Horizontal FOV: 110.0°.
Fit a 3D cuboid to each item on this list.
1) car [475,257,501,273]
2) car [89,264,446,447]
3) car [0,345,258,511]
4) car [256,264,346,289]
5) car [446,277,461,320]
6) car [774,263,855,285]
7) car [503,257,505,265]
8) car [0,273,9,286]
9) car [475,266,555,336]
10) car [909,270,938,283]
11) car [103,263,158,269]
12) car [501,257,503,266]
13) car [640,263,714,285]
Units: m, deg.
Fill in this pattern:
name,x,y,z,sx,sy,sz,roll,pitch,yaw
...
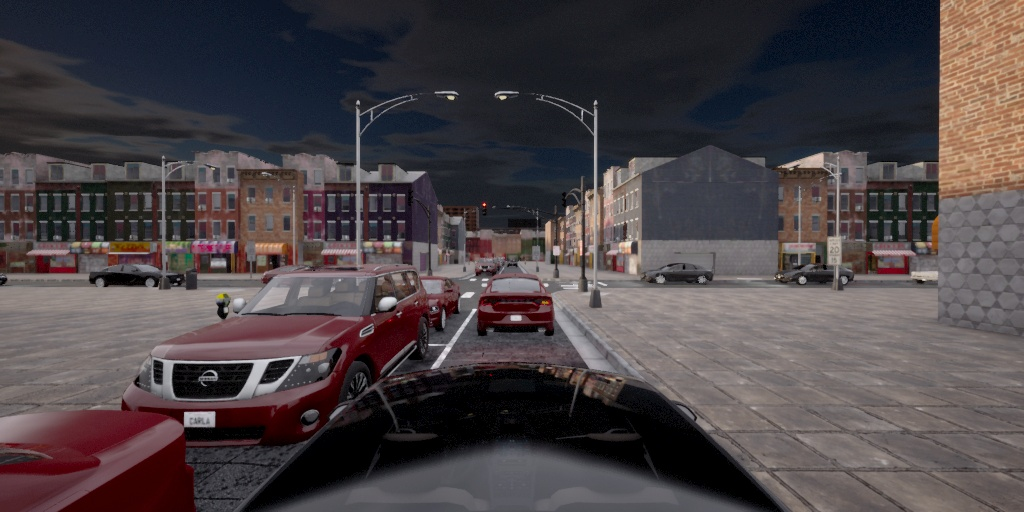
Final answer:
name,x,y,z,sx,sy,sz,roll,pitch,yaw
car,-2.652,1.072,37.391,2.192,1.841,5.009,0,0,0
car,-2.640,1.064,5.548,2.192,1.841,5.009,0,0,0
car,-2.638,1.295,0.115,1.888,1.381,4.507,0,0,0
car,-13.348,1.278,22.881,4.674,1.442,1.812,0,0,-1
car,-2.642,1.294,10.982,1.888,1.381,4.507,0,0,0
car,21.609,1.277,25.744,4.892,1.490,1.837,0,0,0
car,-2.663,1.337,64.525,2.007,1.370,4.403,0,0,0
car,-35.351,1.266,22.881,4.674,1.442,1.812,0,0,0
car,0.093,1.227,10.445,1.882,1.535,5.008,0,0,0
car,31.770,1.390,25.727,4.718,1.301,1.895,0,0,0
car,-23.756,1.221,22.860,5.008,1.535,1.882,0,0,0
car,-2.657,1.081,48.245,2.192,1.841,5.009,0,0,0
car,11.783,1.265,25.758,4.892,1.490,1.837,0,0,0
